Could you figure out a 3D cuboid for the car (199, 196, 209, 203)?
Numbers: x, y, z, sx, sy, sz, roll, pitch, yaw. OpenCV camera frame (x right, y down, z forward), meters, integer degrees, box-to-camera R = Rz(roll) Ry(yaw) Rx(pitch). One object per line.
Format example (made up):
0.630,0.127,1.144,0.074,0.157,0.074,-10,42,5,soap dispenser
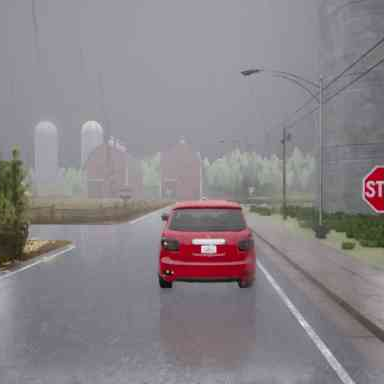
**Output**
2.539,1.577,70.412,1.895,1.301,4.718,0,0,2,car

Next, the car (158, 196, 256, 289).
0.299,1.223,9.290,2.150,2.045,5.566,0,0,-1,car

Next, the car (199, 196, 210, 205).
2.249,1.526,60.368,1.812,1.442,4.674,0,0,2,car
